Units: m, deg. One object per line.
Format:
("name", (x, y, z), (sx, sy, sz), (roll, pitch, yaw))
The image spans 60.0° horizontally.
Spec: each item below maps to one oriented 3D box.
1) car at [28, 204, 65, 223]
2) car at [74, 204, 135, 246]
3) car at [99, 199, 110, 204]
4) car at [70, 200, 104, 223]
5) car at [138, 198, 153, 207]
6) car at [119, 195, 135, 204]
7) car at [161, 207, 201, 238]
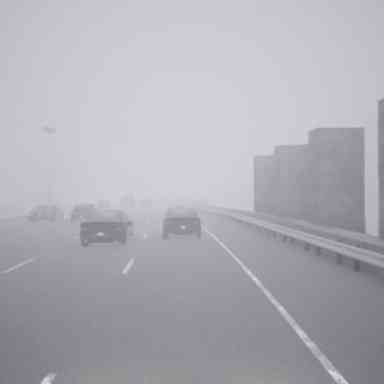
("car", (-12.008, 1.741, 27.674), (2.033, 1.411, 5.357), (0, 0, -10))
("car", (-3.917, 1.558, 15.882), (1.882, 1.535, 5.008), (0, 0, -5))
("car", (-13.660, 1.747, 51.197), (1.882, 1.535, 5.008), (0, 0, -16))
("car", (-8.714, 1.665, 27.437), (1.837, 1.490, 4.892), (1, 0, -9))
("car", (-7.893, 1.715, 56.252), (2.128, 1.511, 4.902), (0, 0, -17))
("car", (-10.319, 1.461, 52.703), (2.150, 2.045, 5.566), (0, 0, -17))
("car", (-0.660, 1.531, 18.201), (1.882, 1.535, 5.008), (0, 0, -6))
